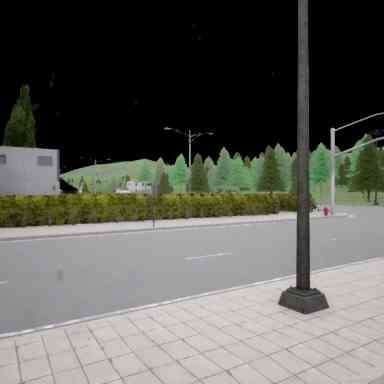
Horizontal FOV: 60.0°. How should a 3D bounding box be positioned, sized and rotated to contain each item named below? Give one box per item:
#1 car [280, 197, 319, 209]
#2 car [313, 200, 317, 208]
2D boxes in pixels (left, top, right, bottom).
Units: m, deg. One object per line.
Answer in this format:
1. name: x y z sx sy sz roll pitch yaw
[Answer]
1. car: 15.047 1.492 46.840 2.128 1.511 4.902 0 0 -32
2. car: 13.369 1.547 42.933 2.033 1.411 5.357 0 0 -32
